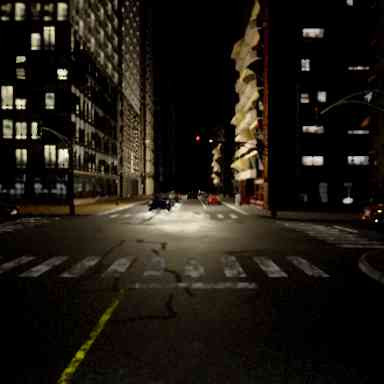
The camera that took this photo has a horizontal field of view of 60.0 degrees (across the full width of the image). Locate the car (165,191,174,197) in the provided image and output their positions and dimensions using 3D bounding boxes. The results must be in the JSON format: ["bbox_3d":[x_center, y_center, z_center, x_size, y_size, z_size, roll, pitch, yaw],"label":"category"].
[{"bbox_3d":[-5.691,0.556,83.465,2.008,1.369,4.403,0,1,0],"label":"car"}]

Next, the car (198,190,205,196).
[{"bbox_3d":[2.689,0.317,94.761,1.967,1.590,4.097,0,1,0],"label":"car"}]

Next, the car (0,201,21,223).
[{"bbox_3d":[-12.521,1.119,19.783,4.181,1.385,1.994,1,1,-1],"label":"car"}]

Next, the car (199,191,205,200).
[{"bbox_3d":[2.690,0.882,55.225,2.008,1.369,4.403,0,1,0],"label":"car"}]

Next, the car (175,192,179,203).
[{"bbox_3d":[-3.096,0.976,42.273,2.128,1.511,4.902,0,1,0],"label":"car"}]

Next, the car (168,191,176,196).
[{"bbox_3d":[-5.691,0.422,94.762,1.887,1.381,4.507,0,1,0],"label":"car"}]

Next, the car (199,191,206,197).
[{"bbox_3d":[2.689,0.522,89.114,1.802,1.307,4.206,0,1,0],"label":"car"}]

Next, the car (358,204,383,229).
[{"bbox_3d":[13.083,1.244,20.001,5.566,2.045,2.150,1,1,-1],"label":"car"}]

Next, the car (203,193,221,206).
[{"bbox_3d":[2.741,1.066,42.309,1.802,1.307,4.206,0,1,0],"label":"car"}]

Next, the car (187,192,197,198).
[{"bbox_3d":[0.000,0.650,75.317,1.994,1.385,4.181,0,1,0],"label":"car"}]

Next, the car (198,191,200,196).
[{"bbox_3d":[2.691,0.816,60.873,2.008,1.369,4.403,0,1,0],"label":"car"}]

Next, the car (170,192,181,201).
[{"bbox_3d":[-3.002,0.732,61.801,1.882,1.535,5.008,0,1,0],"label":"car"}]

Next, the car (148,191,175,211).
[{"bbox_3d":[-3.096,0.944,33.224,2.097,1.767,4.553,0,1,0],"label":"car"}]

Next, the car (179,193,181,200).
[{"bbox_3d":[-3.076,0.976,51.531,1.895,1.301,4.718,0,1,0],"label":"car"}]

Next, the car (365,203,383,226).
[{"bbox_3d":[14.642,1.551,22.630,4.829,1.417,1.752,1,0,0],"label":"car"}]

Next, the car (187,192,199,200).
[{"bbox_3d":[0.095,0.807,62.773,1.994,1.385,4.181,0,1,0],"label":"car"}]
